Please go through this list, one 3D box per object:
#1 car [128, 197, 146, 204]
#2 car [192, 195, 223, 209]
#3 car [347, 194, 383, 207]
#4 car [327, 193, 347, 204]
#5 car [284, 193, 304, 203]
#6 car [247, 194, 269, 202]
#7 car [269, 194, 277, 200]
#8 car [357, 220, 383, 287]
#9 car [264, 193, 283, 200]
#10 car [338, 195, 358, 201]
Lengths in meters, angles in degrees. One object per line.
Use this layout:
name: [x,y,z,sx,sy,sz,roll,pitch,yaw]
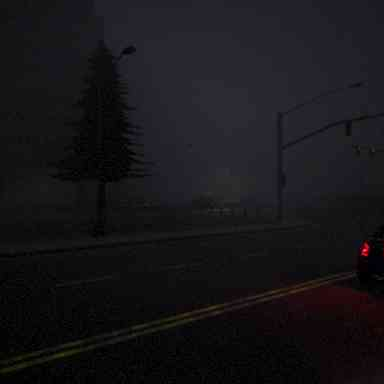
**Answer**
car: [-10.475,1.579,63.157,1.994,1.385,4.181,0,0,-35]
car: [1.940,1.516,45.706,1.837,1.490,4.892,0,0,-36]
car: [25.834,1.171,48.682,1.932,1.855,4.605,0,0,-36]
car: [33.997,1.180,75.993,1.932,1.855,4.605,0,0,-36]
car: [20.289,1.416,66.113,1.970,1.475,3.806,0,0,-36]
car: [16.222,1.419,81.759,1.970,1.475,3.806,0,0,-36]
car: [18.580,1.388,83.438,1.784,1.438,3.905,0,0,-36]
car: [6.098,1.356,8.152,4.553,1.767,2.097,0,0,-35]
car: [20.736,1.179,85.036,1.932,1.855,4.605,0,0,-36]
car: [36.393,1.391,77.621,1.784,1.438,3.905,0,0,-36]
